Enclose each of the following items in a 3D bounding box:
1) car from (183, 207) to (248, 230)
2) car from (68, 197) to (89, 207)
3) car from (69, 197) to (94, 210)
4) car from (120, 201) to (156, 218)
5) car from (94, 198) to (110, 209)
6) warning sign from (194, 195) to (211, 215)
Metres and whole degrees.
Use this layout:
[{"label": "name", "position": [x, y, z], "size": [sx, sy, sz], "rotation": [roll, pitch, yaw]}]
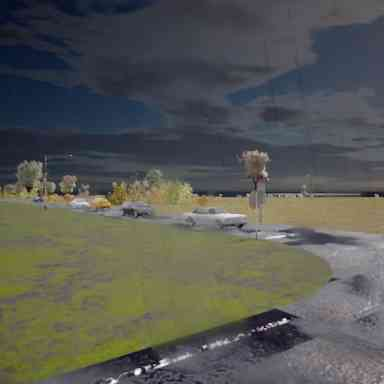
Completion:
[{"label": "car", "position": [1.436, 1.657, 21.731], "size": [1.895, 1.301, 4.718], "rotation": [0, 0, -35]}, {"label": "car", "position": [-19.081, 1.660, 55.716], "size": [1.882, 1.535, 5.008], "rotation": [0, 0, -35]}, {"label": "car", "position": [-15.441, 1.669, 45.711], "size": [1.812, 1.442, 4.674], "rotation": [0, 0, -35]}, {"label": "car", "position": [-5.116, 1.592, 31.016], "size": [1.837, 1.490, 4.892], "rotation": [0, 0, -35]}, {"label": "car", "position": [-13.304, 1.624, 47.623], "size": [1.882, 1.535, 5.008], "rotation": [0, 0, -34]}, {"label": "warning sign", "position": [1.002, 1.197, 31.546], "size": [1.300, 1.860, 1.060], "rotation": [0, 0, -35]}]
